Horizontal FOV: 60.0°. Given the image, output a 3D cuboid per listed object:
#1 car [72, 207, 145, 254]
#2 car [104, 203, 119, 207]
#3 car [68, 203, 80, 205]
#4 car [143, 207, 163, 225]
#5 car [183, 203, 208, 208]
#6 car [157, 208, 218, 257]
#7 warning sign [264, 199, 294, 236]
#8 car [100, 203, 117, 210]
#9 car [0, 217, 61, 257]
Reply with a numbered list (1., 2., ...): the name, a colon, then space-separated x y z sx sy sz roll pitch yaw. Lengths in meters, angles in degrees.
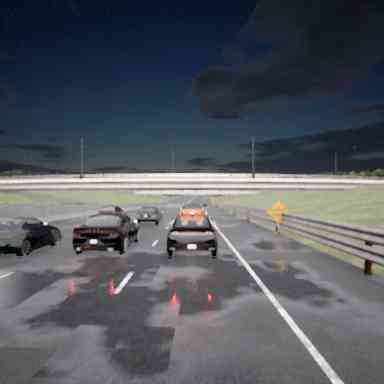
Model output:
1. car: -3.477 1.634 14.276 1.882 1.535 5.008 0 -1 1
2. car: -6.982 1.918 28.929 1.812 1.442 4.674 0 -1 1
3. car: -23.471 2.854 66.026 2.033 1.411 5.357 0 -2 3
4. car: -3.497 1.914 27.559 2.033 1.411 5.357 0 -1 0
5. car: 0.015 1.734 28.459 2.097 1.767 4.553 0 -1 0
6. car: 0.015 1.640 13.524 2.128 1.511 4.902 0 -1 0
7. warning sign: 4.546 1.314 17.468 1.300 1.860 1.060 0 -1 0
8. car: -16.481 2.906 65.703 1.895 1.301 4.718 0 -2 3
9. car: -6.985 1.712 13.549 1.994 1.385 4.181 0 -1 0
